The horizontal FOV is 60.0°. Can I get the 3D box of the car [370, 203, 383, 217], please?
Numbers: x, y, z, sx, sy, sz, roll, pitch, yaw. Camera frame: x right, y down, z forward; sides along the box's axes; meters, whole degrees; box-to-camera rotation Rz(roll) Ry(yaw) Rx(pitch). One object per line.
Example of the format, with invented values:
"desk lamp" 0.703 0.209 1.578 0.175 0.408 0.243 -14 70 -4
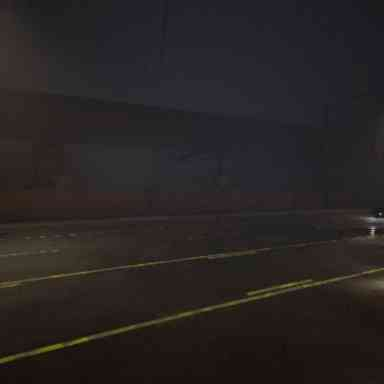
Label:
"car" 16.674 1.302 26.788 5.357 1.411 2.033 0 1 -31
